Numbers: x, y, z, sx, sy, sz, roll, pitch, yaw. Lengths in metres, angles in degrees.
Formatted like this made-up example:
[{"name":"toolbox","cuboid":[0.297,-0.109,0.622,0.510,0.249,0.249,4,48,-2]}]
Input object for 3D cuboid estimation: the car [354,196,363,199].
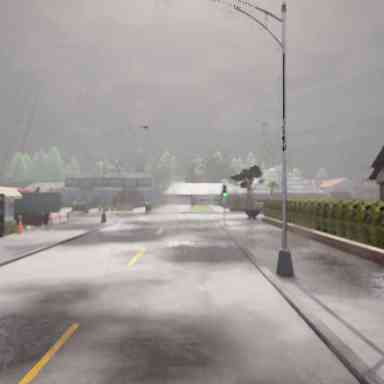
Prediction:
[{"name":"car","cuboid":[37.977,1.798,75.250,1.905,1.878,3.866,0,-1,0]}]
